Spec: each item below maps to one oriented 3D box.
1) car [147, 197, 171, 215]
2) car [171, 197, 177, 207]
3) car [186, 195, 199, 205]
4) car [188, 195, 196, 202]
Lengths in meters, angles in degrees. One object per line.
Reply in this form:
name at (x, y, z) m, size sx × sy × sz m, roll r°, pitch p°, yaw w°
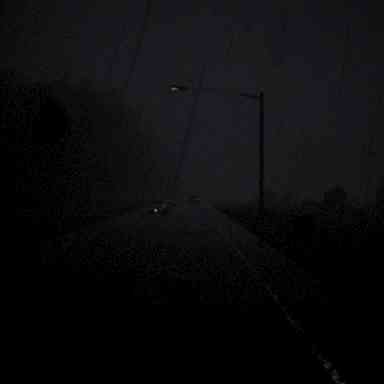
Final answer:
car at (-3.405, 1.496, 33.571) m, size 1.812 × 1.442 × 4.674 m, roll 0°, pitch 0°, yaw 0°
car at (-3.287, 1.502, 51.561) m, size 2.033 × 1.411 × 5.357 m, roll 0°, pitch 0°, yaw 1°
car at (0.093, 1.304, 57.490) m, size 2.097 × 1.767 × 4.553 m, roll 0°, pitch 0°, yaw 0°
car at (-0.007, 1.439, 73.672) m, size 1.837 × 1.490 × 4.892 m, roll 0°, pitch 0°, yaw 0°
